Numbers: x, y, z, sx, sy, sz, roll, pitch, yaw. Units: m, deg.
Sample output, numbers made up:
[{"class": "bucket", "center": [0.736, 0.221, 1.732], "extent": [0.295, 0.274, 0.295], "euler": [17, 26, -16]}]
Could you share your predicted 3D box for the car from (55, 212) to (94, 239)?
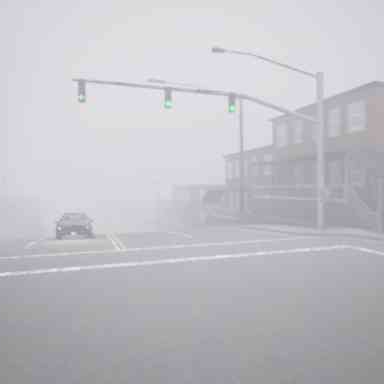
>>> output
[{"class": "car", "center": [-6.821, 1.908, 19.456], "extent": [2.033, 1.411, 5.357], "euler": [-1, -4, -17]}]

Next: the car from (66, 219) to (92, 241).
[{"class": "car", "center": [-9.769, 3.354, 28.913], "extent": [1.994, 1.385, 4.181], "euler": [-1, -11, -18]}]
